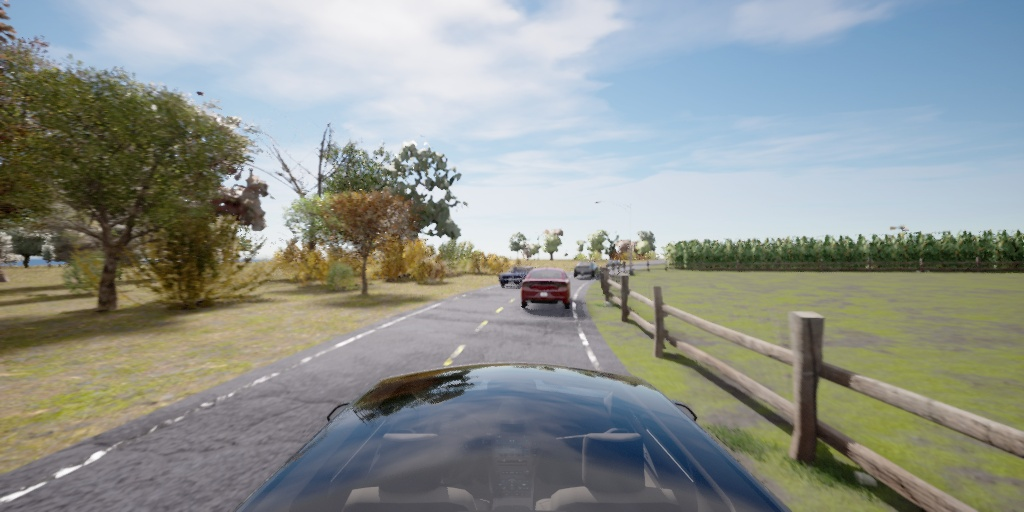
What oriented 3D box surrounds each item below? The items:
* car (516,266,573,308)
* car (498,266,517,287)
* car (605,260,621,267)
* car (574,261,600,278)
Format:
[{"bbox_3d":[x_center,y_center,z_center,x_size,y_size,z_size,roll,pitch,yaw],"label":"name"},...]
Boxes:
[{"bbox_3d":[1.547,1.239,15.415,1.882,1.535,5.008,0,0,9],"label":"car"},{"bbox_3d":[0.582,1.366,24.463,1.895,1.301,4.718,0,0,16],"label":"car"},{"bbox_3d":[17.273,1.287,61.275,1.994,1.385,4.181,0,0,27],"label":"car"},{"bbox_3d":[7.184,1.260,34.092,2.128,1.511,4.902,0,0,22],"label":"car"}]
